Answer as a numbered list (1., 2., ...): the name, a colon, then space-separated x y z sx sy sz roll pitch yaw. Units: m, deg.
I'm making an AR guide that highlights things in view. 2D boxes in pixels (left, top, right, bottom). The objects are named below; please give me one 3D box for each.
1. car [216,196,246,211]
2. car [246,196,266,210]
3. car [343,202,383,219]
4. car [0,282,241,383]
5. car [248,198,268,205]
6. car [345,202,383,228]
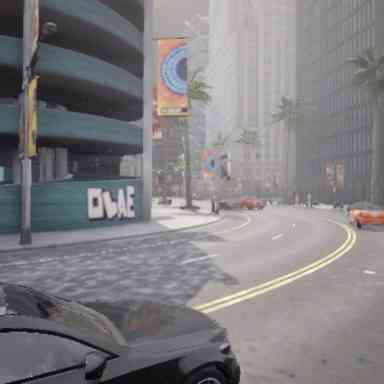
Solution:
1. car: 5.419 1.690 47.225 2.097 1.767 4.553 0 0 -13
2. car: 8.651 1.584 48.795 2.150 2.045 5.566 0 0 -13
3. car: 17.675 1.814 34.590 1.837 1.490 4.892 0 0 2
4. car: -1.673 1.537 2.723 4.674 1.442 1.812 1 0 -37
5. car: 13.944 2.013 70.586 2.231 1.521 4.892 0 0 -13
6. car: 12.531 1.566 23.665 2.097 1.767 4.553 0 0 18
